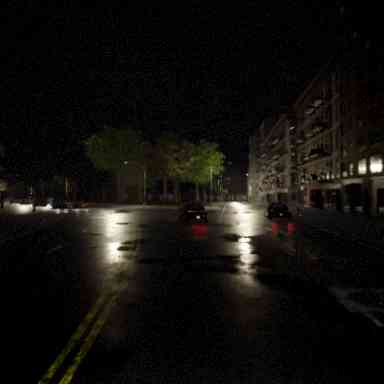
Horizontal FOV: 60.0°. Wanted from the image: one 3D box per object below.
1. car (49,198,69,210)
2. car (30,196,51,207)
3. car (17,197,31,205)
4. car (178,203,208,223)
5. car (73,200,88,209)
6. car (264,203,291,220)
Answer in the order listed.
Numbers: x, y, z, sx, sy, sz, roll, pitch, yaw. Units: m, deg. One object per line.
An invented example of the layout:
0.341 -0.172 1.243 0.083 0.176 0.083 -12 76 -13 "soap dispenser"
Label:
-22.126 2.208 55.895 1.994 1.385 4.181 -1 0 -31 "car"
-31.323 2.173 68.814 2.097 1.767 4.553 -1 0 -36 "car"
-40.684 2.585 81.478 1.895 1.301 4.718 -1 0 -36 "car"
0.017 1.694 27.814 1.837 1.490 4.892 0 -1 -11 "car"
-19.452 2.130 57.819 1.812 1.442 4.674 -1 0 -32 "car"
7.445 1.650 29.126 1.812 1.442 4.674 -1 -1 6 "car"
